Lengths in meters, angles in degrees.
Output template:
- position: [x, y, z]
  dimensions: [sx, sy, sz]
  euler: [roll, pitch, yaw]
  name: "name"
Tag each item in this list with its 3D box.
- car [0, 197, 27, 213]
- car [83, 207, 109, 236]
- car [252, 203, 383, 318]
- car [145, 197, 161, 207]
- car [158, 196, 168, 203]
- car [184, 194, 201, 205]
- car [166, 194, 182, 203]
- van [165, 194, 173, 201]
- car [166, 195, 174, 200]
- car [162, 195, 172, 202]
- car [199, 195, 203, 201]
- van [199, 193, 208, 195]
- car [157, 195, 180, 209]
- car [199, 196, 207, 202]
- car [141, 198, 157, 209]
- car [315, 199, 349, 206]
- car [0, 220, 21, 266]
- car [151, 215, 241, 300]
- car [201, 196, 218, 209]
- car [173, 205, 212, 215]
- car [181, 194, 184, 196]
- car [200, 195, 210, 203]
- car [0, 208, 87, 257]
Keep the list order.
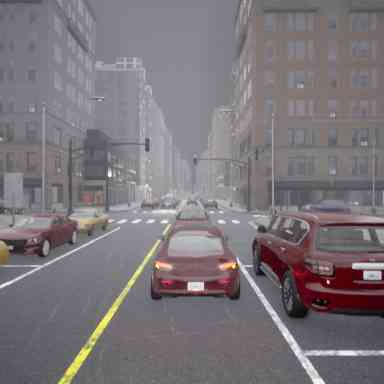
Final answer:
- position: [-17.294, 1.190, 29.739]
  dimensions: [4.553, 1.767, 2.097]
  euler: [1, -1, 0]
  name: "car"
- position: [-5.870, 1.524, 18.393]
  dimensions: [1.752, 1.417, 4.829]
  euler: [1, 0, 0]
  name: "car"
- position: [2.670, 1.315, 7.314]
  dimensions: [2.192, 1.841, 5.009]
  euler: [1, 0, 0]
  name: "car"
- position: [-5.907, 1.543, 51.256]
  dimensions: [1.887, 1.381, 4.507]
  euler: [1, 0, 0]
  name: "car"
- position: [-5.927, 1.583, 68.274]
  dimensions: [1.802, 1.307, 4.206]
  euler: [1, 0, 0]
  name: "car"
- position: [0.035, 1.547, 60.127]
  dimensions: [2.033, 1.411, 5.357]
  euler: [0, 0, 0]
  name: "car"
- position: [-3.151, 1.546, 55.345]
  dimensions: [2.033, 1.411, 5.357]
  euler: [0, 0, 0]
  name: "car"
- position: [-5.944, 1.347, 85.293]
  dimensions: [1.690, 1.788, 3.998]
  euler: [1, 0, 0]
  name: "van"
- position: [-5.952, 1.590, 90.965]
  dimensions: [1.802, 1.307, 4.206]
  euler: [1, 0, 0]
  name: "car"
- position: [-5.938, 1.444, 79.620]
  dimensions: [1.967, 1.590, 4.097]
  euler: [1, 0, 0]
  name: "car"
- position: [2.612, 1.581, 56.930]
  dimensions: [1.802, 1.307, 4.206]
  euler: [1, 0, 0]
  name: "car"
- position: [2.608, 1.341, 62.603]
  dimensions: [1.690, 1.788, 3.998]
  euler: [1, 0, 0]
  name: "van"
- position: [-3.135, 1.490, 45.494]
  dimensions: [2.128, 1.511, 4.902]
  euler: [0, 0, 1]
  name: "car"
- position: [2.586, 1.587, 79.623]
  dimensions: [1.802, 1.307, 4.206]
  euler: [1, 0, 0]
  name: "car"
- position: [-5.901, 1.543, 45.583]
  dimensions: [1.887, 1.381, 4.507]
  euler: [1, 0, 0]
  name: "car"
- position: [13.041, 1.489, 32.804]
  dimensions: [4.553, 1.767, 2.097]
  euler: [0, -1, 0]
  name: "car"
- position: [-5.857, 1.525, 7.144]
  dimensions: [1.752, 1.417, 4.829]
  euler: [1, 0, 0]
  name: "car"
- position: [0.076, 1.525, 8.268]
  dimensions: [1.812, 1.442, 4.674]
  euler: [0, 0, 0]
  name: "car"
- position: [2.625, 1.580, 45.583]
  dimensions: [1.802, 1.307, 4.206]
  euler: [1, 0, 0]
  name: "car"
- position: [0.043, 1.600, 17.446]
  dimensions: [1.895, 1.301, 4.718]
  euler: [0, 0, 0]
  name: "car"
- position: [-3.105, 1.548, 65.774]
  dimensions: [2.033, 1.411, 5.357]
  euler: [0, 0, 1]
  name: "car"
- position: [2.618, 1.581, 51.256]
  dimensions: [1.802, 1.307, 4.206]
  euler: [1, 0, 0]
  name: "car"
- position: [-5.864, 1.544, 12.938]
  dimensions: [1.887, 1.381, 4.507]
  euler: [1, 0, 0]
  name: "car"
